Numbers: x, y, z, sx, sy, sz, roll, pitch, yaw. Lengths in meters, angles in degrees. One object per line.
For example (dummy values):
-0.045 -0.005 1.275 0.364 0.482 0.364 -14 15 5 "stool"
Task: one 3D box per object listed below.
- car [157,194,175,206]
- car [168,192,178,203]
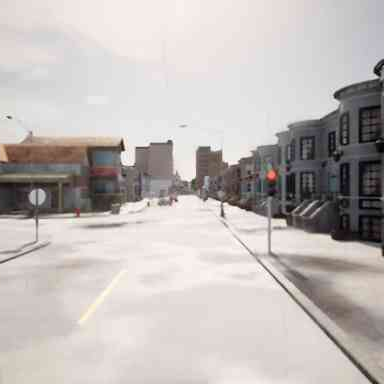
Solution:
-4.061 1.471 50.482 1.994 1.385 4.181 0 0 0 "car"
-3.969 1.112 66.824 2.150 2.045 5.566 1 0 0 "car"
